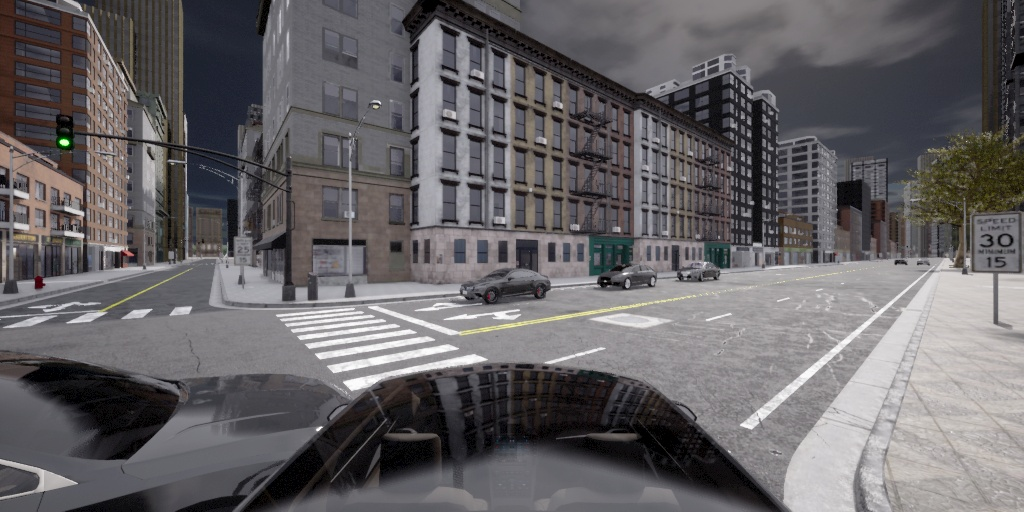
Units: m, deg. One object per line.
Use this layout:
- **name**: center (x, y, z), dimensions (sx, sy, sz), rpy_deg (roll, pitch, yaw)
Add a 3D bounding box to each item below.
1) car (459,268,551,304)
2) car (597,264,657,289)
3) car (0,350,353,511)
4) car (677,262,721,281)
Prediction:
- **car**: center (-0.194, 1.285, 16.647), dimensions (4.674, 1.442, 1.812), rpy_deg (0, 0, -40)
- **car**: center (7.440, 1.256, 22.942), dimensions (4.892, 1.490, 1.837), rpy_deg (0, 0, -39)
- **car**: center (-3.239, 1.257, 1.646), dimensions (4.892, 1.490, 1.837), rpy_deg (0, 0, -35)
- **car**: center (15.389, 1.233, 29.486), dimensions (4.902, 1.511, 2.128), rpy_deg (0, 0, -39)
